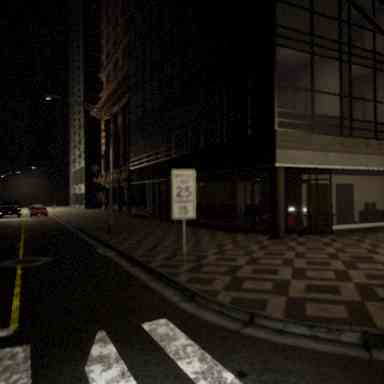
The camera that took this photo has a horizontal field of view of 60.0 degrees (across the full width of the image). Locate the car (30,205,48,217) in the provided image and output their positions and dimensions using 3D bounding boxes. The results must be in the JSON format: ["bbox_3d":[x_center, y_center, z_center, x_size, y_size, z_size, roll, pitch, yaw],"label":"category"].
[{"bbox_3d":[-18.607,2.368,40.497,1.895,1.301,4.718,0,-1,-26],"label":"car"}]

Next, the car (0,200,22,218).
[{"bbox_3d":[-22.261,2.044,41.032,2.150,2.045,5.566,0,-1,-26],"label":"car"}]

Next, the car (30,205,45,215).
[{"bbox_3d":[-22.187,2.507,47.638,1.895,1.301,4.718,0,-1,-26],"label":"car"}]
